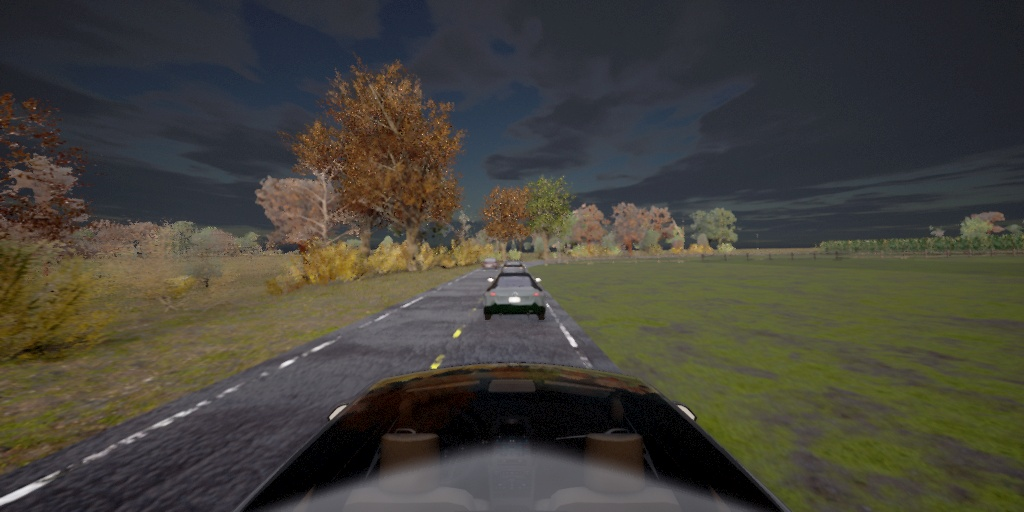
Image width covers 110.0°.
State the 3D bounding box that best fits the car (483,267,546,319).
[{"bbox_3d":[0.082,1.250,12.577,1.994,1.385,4.181,0,0,0],"label":"car"}]

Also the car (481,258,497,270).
[{"bbox_3d":[-2.638,0.961,44.790,1.812,1.442,4.674,0,0,2],"label":"car"}]

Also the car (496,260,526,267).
[{"bbox_3d":[0.087,1.062,28.938,2.128,1.511,4.902,0,0,0],"label":"car"}]
